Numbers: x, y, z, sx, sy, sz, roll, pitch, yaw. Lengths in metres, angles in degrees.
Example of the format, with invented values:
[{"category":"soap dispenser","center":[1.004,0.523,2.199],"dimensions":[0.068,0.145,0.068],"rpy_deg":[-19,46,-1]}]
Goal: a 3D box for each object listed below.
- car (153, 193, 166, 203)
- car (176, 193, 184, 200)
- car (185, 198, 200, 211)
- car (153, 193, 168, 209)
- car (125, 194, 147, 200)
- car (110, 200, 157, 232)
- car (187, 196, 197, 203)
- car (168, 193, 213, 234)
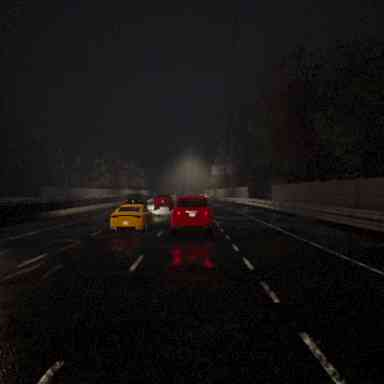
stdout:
[{"category":"car","center":[-6.964,1.227,71.112],"dimensions":[2.150,2.045,5.566],"rpy_deg":[0,0,0]},{"category":"car","center":[-3.451,1.228,95.241],"dimensions":[2.150,2.045,5.566],"rpy_deg":[0,0,0]},{"category":"car","center":[0.022,1.526,42.102],"dimensions":[1.812,1.442,4.674],"rpy_deg":[0,0,0]},{"category":"car","center":[-3.482,1.222,42.009],"dimensions":[2.150,2.045,5.566],"rpy_deg":[0,0,0]},{"category":"car","center":[-6.982,1.223,41.891],"dimensions":[2.150,2.045,5.566],"rpy_deg":[0,0,0]},{"category":"car","center":[-3.490,1.478,19.927],"dimensions":[1.882,1.535,5.008],"rpy_deg":[0,0,0]},{"category":"car","center":[0.036,1.554,71.269],"dimensions":[1.994,1.385,4.181],"rpy_deg":[0,0,0]},{"category":"car","center":[0.009,1.222,19.214],"dimensions":[2.150,2.045,5.566],"rpy_deg":[0,0,0]}]
